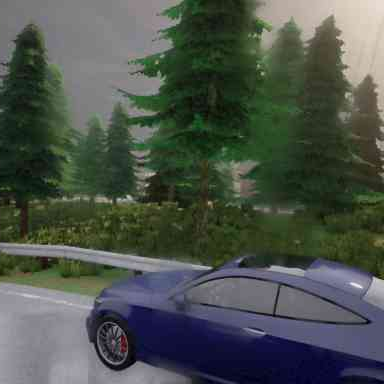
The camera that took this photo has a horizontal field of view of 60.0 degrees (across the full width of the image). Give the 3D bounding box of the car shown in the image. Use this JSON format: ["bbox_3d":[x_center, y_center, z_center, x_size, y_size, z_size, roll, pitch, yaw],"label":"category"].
[{"bbox_3d":[0.804,1.499,4.066,4.674,1.442,1.812,1,1,31],"label":"car"}]
